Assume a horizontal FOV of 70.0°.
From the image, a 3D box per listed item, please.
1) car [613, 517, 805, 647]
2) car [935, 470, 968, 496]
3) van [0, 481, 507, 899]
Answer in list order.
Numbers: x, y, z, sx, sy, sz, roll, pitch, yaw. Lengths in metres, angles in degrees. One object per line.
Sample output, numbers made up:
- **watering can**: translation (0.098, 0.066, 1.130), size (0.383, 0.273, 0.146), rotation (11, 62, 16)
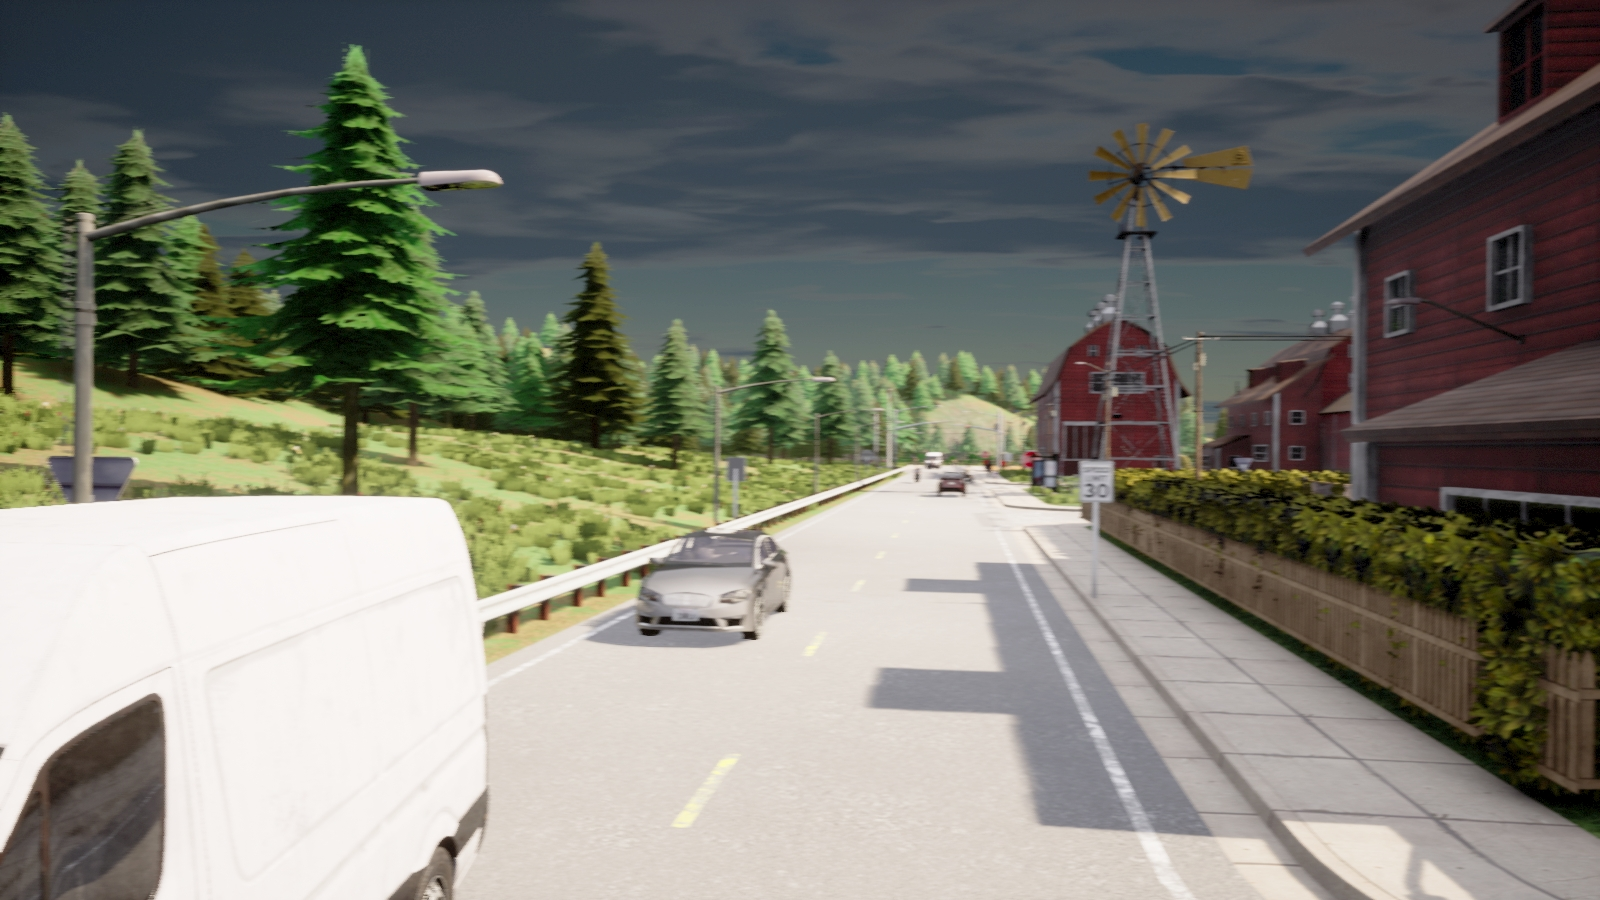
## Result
- **car**: translation (-1.296, 2.021, 18.726), size (2.128, 1.511, 4.902), rotation (1, 0, 8)
- **car**: translation (9.719, 2.102, 73.118), size (2.007, 1.525, 4.514), rotation (1, 0, 8)
- **van**: translation (-2.873, 1.483, 4.293), size (1.988, 2.561, 5.915), rotation (0, 0, 0)
